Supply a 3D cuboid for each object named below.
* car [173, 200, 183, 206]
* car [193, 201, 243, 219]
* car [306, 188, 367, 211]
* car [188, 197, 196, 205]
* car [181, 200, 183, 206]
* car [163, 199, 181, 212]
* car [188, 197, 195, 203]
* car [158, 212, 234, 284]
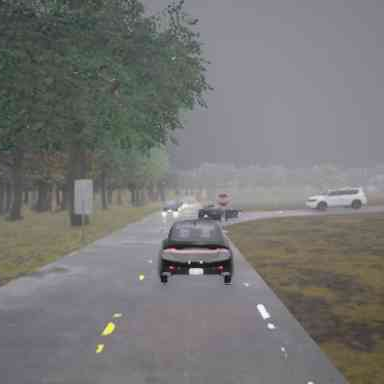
[{"bbox_3d":[-2.803,2.238,68.807,1.895,1.301,4.718,0,-1,0],"label":"car"},{"bbox_3d":[2.404,1.578,27.099,1.882,1.535,5.008,-1,1,33],"label":"car"},{"bbox_3d":[14.219,0.711,32.892,5.566,2.045,2.150,-3,0,1],"label":"car"},{"bbox_3d":[-0.061,2.192,77.329,1.882,1.535,5.008,0,-1,0],"label":"car"},{"bbox_3d":[-2.872,2.010,55.886,1.837,1.490,4.892,0,0,0],"label":"car"},{"bbox_3d":[-2.880,1.929,45.547,1.812,1.442,4.674,0,-1,0],"label":"car"},{"bbox_3d":[-0.069,2.173,87.750,1.812,1.442,4.674,0,0,0],"label":"car"},{"bbox_3d":[0.092,1.573,9.852,2.128,1.511,4.902,0,0,0],"label":"car"}]
